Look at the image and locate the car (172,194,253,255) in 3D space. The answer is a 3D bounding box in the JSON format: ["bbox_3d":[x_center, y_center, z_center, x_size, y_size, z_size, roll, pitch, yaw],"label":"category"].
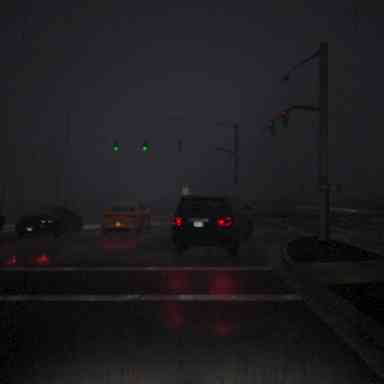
[{"bbox_3d":[0.968,1.098,13.027,2.150,2.045,5.566,-1,0,16],"label":"car"}]

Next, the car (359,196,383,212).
[{"bbox_3d":[20.077,1.238,33.028,5.357,1.411,2.033,0,1,1],"label":"car"}]

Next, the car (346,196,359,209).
[{"bbox_3d":[19.923,1.183,36.525,4.674,1.442,1.812,0,1,1],"label":"car"}]

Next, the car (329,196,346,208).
[{"bbox_3d":[18.760,1.189,40.036,4.181,1.385,1.994,0,1,0],"label":"car"}]

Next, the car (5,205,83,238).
[{"bbox_3d":[-6.897,1.371,16.445,1.812,1.442,4.674,0,1,0],"label":"car"}]

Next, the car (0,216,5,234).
[{"bbox_3d":[-10.397,1.461,14.938,1.895,1.301,4.718,0,1,0],"label":"car"}]

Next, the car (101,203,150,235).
[{"bbox_3d":[-3.396,1.310,17.802,1.882,1.535,5.008,0,1,0],"label":"car"}]
